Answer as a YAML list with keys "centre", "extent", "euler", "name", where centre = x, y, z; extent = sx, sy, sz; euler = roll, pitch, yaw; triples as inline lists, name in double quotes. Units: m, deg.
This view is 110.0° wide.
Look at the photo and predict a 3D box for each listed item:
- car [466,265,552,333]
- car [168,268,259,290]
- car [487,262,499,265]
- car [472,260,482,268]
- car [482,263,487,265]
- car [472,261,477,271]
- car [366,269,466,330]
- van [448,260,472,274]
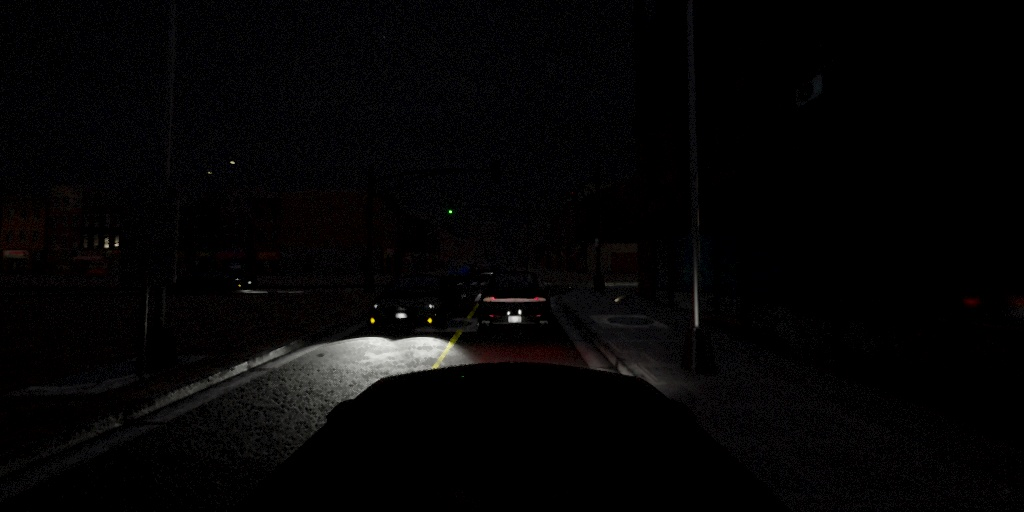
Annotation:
- centre: [0.062, 1.198, 10.579]
  extent: [2.128, 1.511, 4.902]
  euler: [0, 1, 0]
  name: "car"
- centre: [-17.123, 1.373, 20.679]
  extent: [4.181, 1.385, 1.994]
  euler: [0, -3, 0]
  name: "car"
- centre: [-2.707, 1.890, 56.335]
  extent: [2.033, 1.411, 5.357]
  euler: [0, -1, 0]
  name: "car"
- centre: [-5.340, 1.455, 44.460]
  extent: [2.192, 1.841, 5.009]
  euler: [0, 0, 0]
  name: "car"
- centre: [-5.341, 1.886, 55.037]
  extent: [1.888, 1.381, 4.507]
  euler: [0, 0, 0]
  name: "car"
- centre: [-5.340, 1.600, 39.475]
  extent: [2.007, 1.370, 4.403]
  euler: [0, 0, 0]
  name: "car"
- centre: [-2.735, 1.266, 10.835]
  extent: [1.994, 1.385, 4.181]
  euler: [0, 1, 0]
  name: "car"
- centre: [-5.340, 1.331, 36.156]
  extent: [1.690, 1.789, 3.998]
  euler: [0, 0, 0]
  name: "van"
